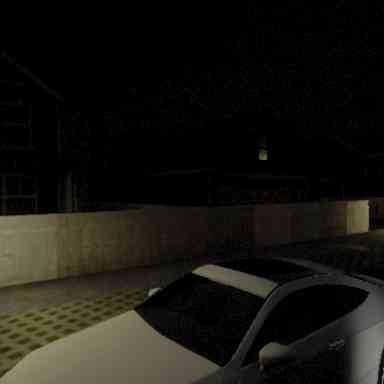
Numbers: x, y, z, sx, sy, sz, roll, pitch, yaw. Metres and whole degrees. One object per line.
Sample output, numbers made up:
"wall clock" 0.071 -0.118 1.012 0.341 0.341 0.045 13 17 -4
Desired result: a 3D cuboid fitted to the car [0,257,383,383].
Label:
"car" 0.546 1.508 3.463 4.674 1.442 1.812 -1 0 -35
